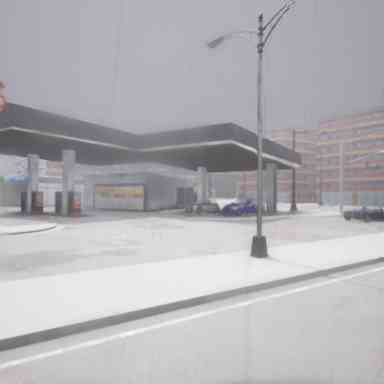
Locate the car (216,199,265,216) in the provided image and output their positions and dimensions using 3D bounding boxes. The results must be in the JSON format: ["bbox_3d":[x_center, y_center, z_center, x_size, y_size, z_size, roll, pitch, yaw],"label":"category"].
[{"bbox_3d":[5.206,1.515,33.652,4.611,1.667,2.242,1,0,-35],"label":"car"}]

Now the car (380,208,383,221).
[{"bbox_3d":[16.951,1.779,25.810,4.892,1.490,1.837,1,-1,-35],"label":"car"}]

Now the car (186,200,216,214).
[{"bbox_3d":[1.245,1.668,37.883,3.806,1.475,1.970,1,0,-35],"label":"car"}]

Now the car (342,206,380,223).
[{"bbox_3d":[15.072,1.869,28.767,4.718,1.301,1.895,1,0,-35],"label":"car"}]
